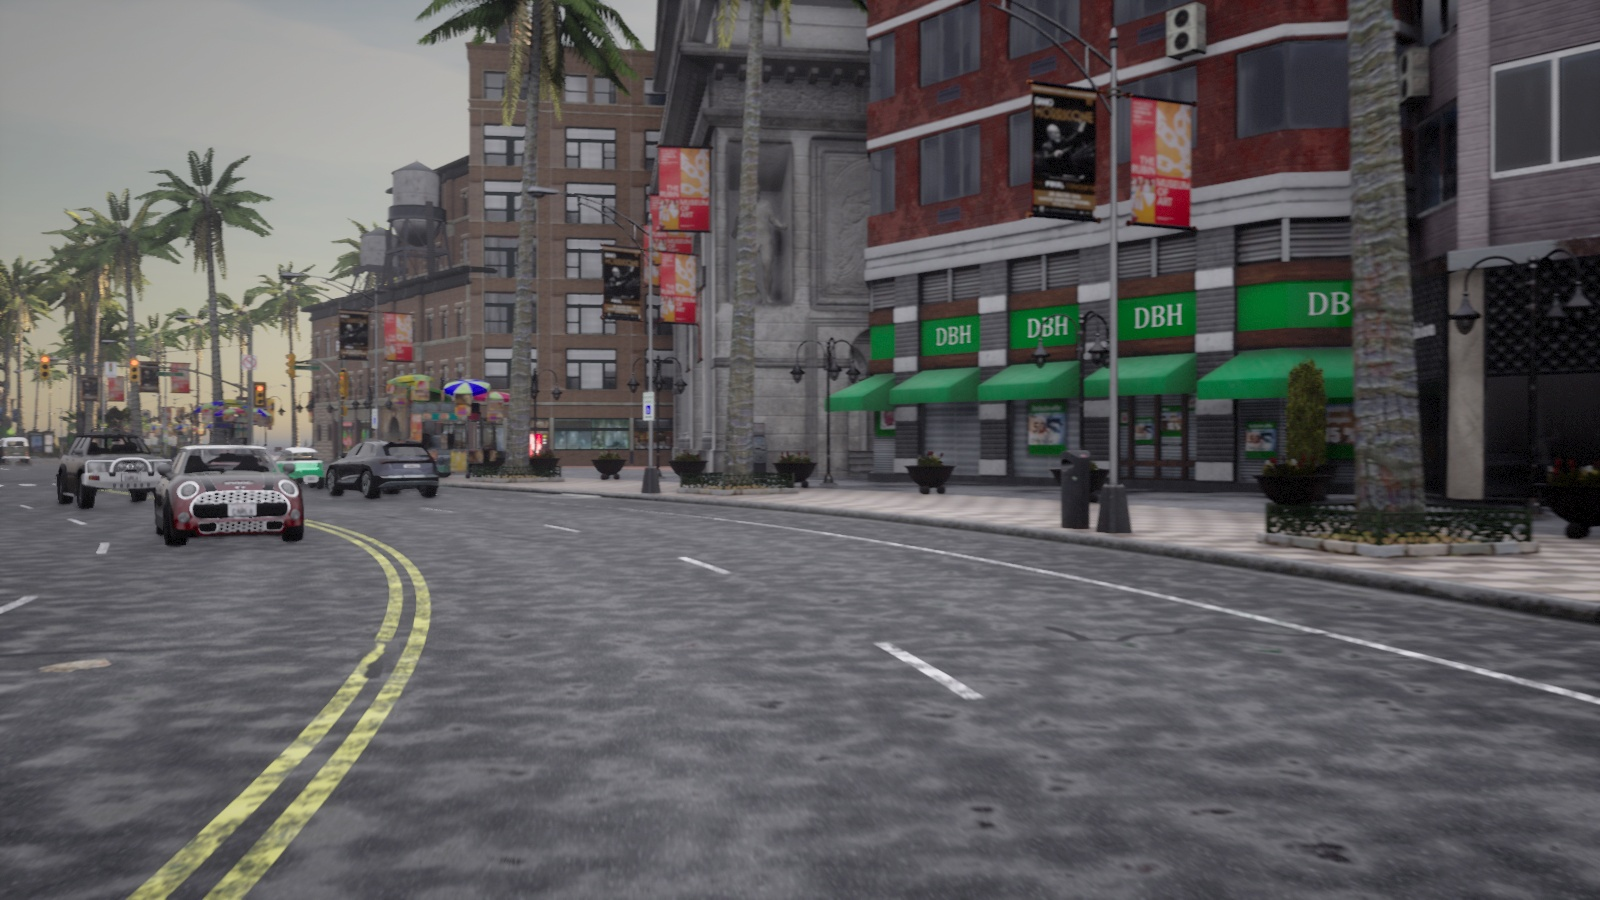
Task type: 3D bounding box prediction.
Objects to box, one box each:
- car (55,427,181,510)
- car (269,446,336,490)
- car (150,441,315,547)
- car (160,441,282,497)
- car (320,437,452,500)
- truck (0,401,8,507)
[{"bbox_3d":[-16.581,0.395,30.414,1.932,1.855,4.605,0,0,-38],"label":"car"},{"bbox_3d":[-16.506,0.570,41.655,1.481,1.376,2.207,0,1,-38],"label":"car"},{"bbox_3d":[-8.956,0.603,19.648,1.970,1.475,3.806,0,0,-30],"label":"car"},{"bbox_3d":[-16.882,0.501,36.459,2.128,1.511,4.902,0,0,-38],"label":"car"},{"bbox_3d":[-11.852,0.478,35.727,2.033,1.649,4.856,0,0,-38],"label":"car"},{"bbox_3d":[-21.158,0.092,30.571,2.627,2.467,5.204,0,0,-38],"label":"truck"}]
